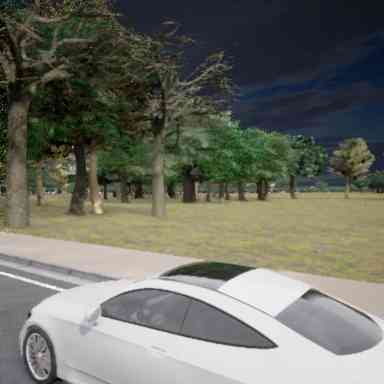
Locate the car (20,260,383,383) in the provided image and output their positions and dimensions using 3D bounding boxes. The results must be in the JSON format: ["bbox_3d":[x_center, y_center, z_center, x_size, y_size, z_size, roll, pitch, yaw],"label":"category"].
[{"bbox_3d":[-0.012,1.533,3.691,4.674,1.442,1.812,0,0,36],"label":"car"}]
